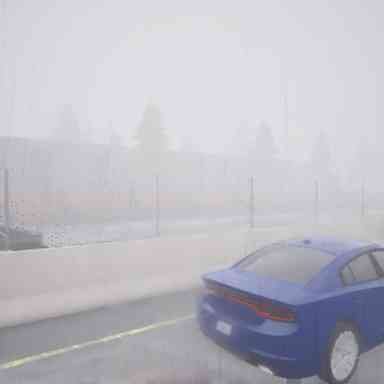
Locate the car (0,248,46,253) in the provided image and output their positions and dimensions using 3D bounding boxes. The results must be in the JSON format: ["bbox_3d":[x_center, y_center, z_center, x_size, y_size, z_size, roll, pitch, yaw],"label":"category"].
[{"bbox_3d":[-6.221,1.504,8.154,4.892,1.490,1.837,0,0,-35],"label":"car"}]

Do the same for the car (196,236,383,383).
[{"bbox_3d":[2.395,1.481,5.452,5.008,1.535,1.882,0,0,-35],"label":"car"}]
